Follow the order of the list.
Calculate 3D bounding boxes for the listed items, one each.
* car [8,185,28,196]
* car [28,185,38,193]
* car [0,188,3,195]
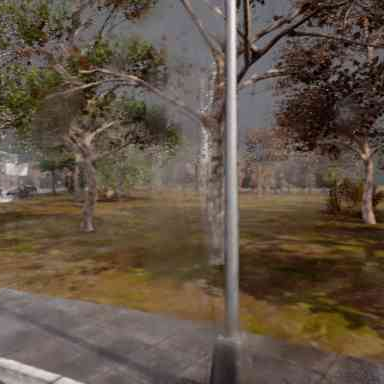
[{"bbox_3d":[-31.411,-0.113,59.575,1.994,1.385,4.181,0,2,-13],"label":"car"},{"bbox_3d":[-33.610,-0.664,69.325,2.128,1.511,4.902,0,2,-13],"label":"car"},{"bbox_3d":[-34.220,-0.091,57.239,1.837,1.490,4.892,0,4,-13],"label":"car"}]
